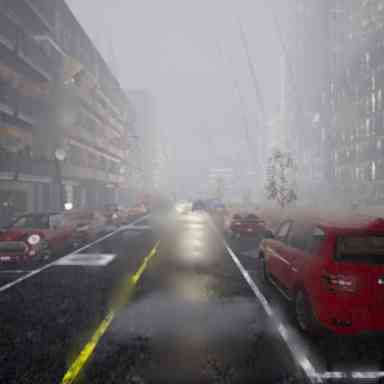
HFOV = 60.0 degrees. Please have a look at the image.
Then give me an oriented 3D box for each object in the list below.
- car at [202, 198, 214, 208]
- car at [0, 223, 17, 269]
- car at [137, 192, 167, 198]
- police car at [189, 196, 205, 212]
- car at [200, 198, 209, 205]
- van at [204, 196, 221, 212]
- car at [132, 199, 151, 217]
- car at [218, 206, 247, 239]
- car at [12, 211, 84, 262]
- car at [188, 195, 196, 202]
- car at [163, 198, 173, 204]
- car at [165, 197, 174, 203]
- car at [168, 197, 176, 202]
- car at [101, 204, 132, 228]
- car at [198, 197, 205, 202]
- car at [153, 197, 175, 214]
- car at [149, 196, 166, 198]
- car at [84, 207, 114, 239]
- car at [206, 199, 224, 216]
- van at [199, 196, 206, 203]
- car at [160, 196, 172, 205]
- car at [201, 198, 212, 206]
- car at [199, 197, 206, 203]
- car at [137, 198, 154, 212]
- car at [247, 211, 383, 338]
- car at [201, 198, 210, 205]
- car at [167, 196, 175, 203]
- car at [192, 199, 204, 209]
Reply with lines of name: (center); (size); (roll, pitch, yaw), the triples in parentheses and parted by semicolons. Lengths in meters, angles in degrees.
car: (2.683, 1.779, 56.373); (1.967, 1.590, 4.097); (0, 0, 0)
car: (-5.695, 1.582, 6.633); (1.887, 1.381, 4.507); (0, 0, 0)
car: (-7.391, 1.314, 58.144); (2.045, 2.150, 5.566); (16, 4, 29)
police car: (0.899, 1.676, 42.902); (1.930, 1.638, 5.238); (0, 0, 0)
car: (2.683, 2.034, 72.952); (1.802, 1.307, 4.206); (0, 0, 0)
van: (2.683, 1.572, 39.794); (1.690, 1.788, 3.998); (0, 0, 0)
car: (-5.696, 1.721, 34.097); (1.752, 1.417, 4.829); (0, 0, 0)
car: (2.684, 1.645, 17.688); (1.887, 1.381, 4.507); (0, 0, 0)
car: (-5.696, 1.508, 12.162); (1.967, 1.590, 4.097); (0, 0, 0)
car: (0.001, 1.824, 92.806); (2.097, 1.767, 4.553); (0, 0, 0)
car: (-5.696, 2.041, 78.479); (2.008, 1.369, 4.403); (0, 0, 0)
car: (-5.697, 2.081, 84.006); (2.008, 1.369, 4.403); (0, 0, 0)
car: (-5.697, 2.178, 95.058); (1.947, 1.339, 4.313); (0, 0, 0)
car: (-5.696, 1.571, 23.215); (1.967, 1.590, 4.097); (0, 0, 0)
car: (2.683, 2.179, 95.059); (1.947, 1.339, 4.313); (0, 0, 0)
car: (-3.090, 1.706, 39.424); (1.882, 1.535, 5.008); (0, -1, 0)
car: (-5.697, 1.883, 56.373); (1.887, 1.381, 4.507); (0, 0, 0)
car: (-5.696, 1.681, 17.688); (1.802, 1.307, 4.206); (0, 0, 0)
car: (2.684, 1.723, 34.437); (1.752, 1.417, 4.829); (0, 0, 0)
van: (2.682, 1.872, 84.007); (1.690, 1.788, 3.998); (0, 0, 0)
car: (-5.699, 1.767, 72.954); (2.192, 1.841, 5.009); (0, 0, 0)
car: (2.683, 1.903, 62.070); (1.752, 1.417, 4.829); (0, 0, 0)
car: (2.683, 2.098, 89.701); (1.752, 1.417, 4.829); (0, 0, 0)
car: (-5.696, 1.775, 39.793); (1.887, 1.381, 4.507); (0, 0, 0)
car: (2.684, 1.353, 6.635); (2.192, 1.841, 5.009); (0, 0, 0)
car: (2.684, 1.996, 67.426); (1.802, 1.307, 4.206); (0, 0, 0)
car: (-5.697, 2.011, 89.532); (1.967, 1.590, 4.097); (0, 0, 0)
car: (0.899, 1.820, 52.791); (1.837, 1.490, 4.892); (0, 0, 0)
